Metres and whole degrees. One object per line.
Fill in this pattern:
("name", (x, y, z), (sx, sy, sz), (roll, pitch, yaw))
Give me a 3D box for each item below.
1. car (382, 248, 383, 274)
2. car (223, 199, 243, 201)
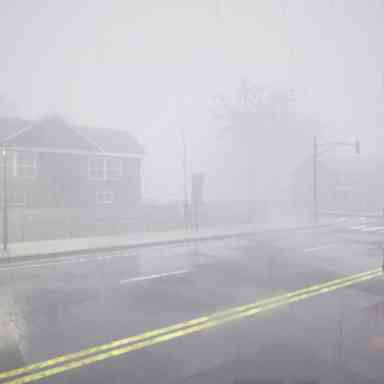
("car", (6.622, 1.453, 8.160), (5.008, 1.535, 1.882), (0, 0, -36))
("car", (4.617, 1.471, 36.056), (2.128, 1.511, 4.902), (0, 0, -35))
